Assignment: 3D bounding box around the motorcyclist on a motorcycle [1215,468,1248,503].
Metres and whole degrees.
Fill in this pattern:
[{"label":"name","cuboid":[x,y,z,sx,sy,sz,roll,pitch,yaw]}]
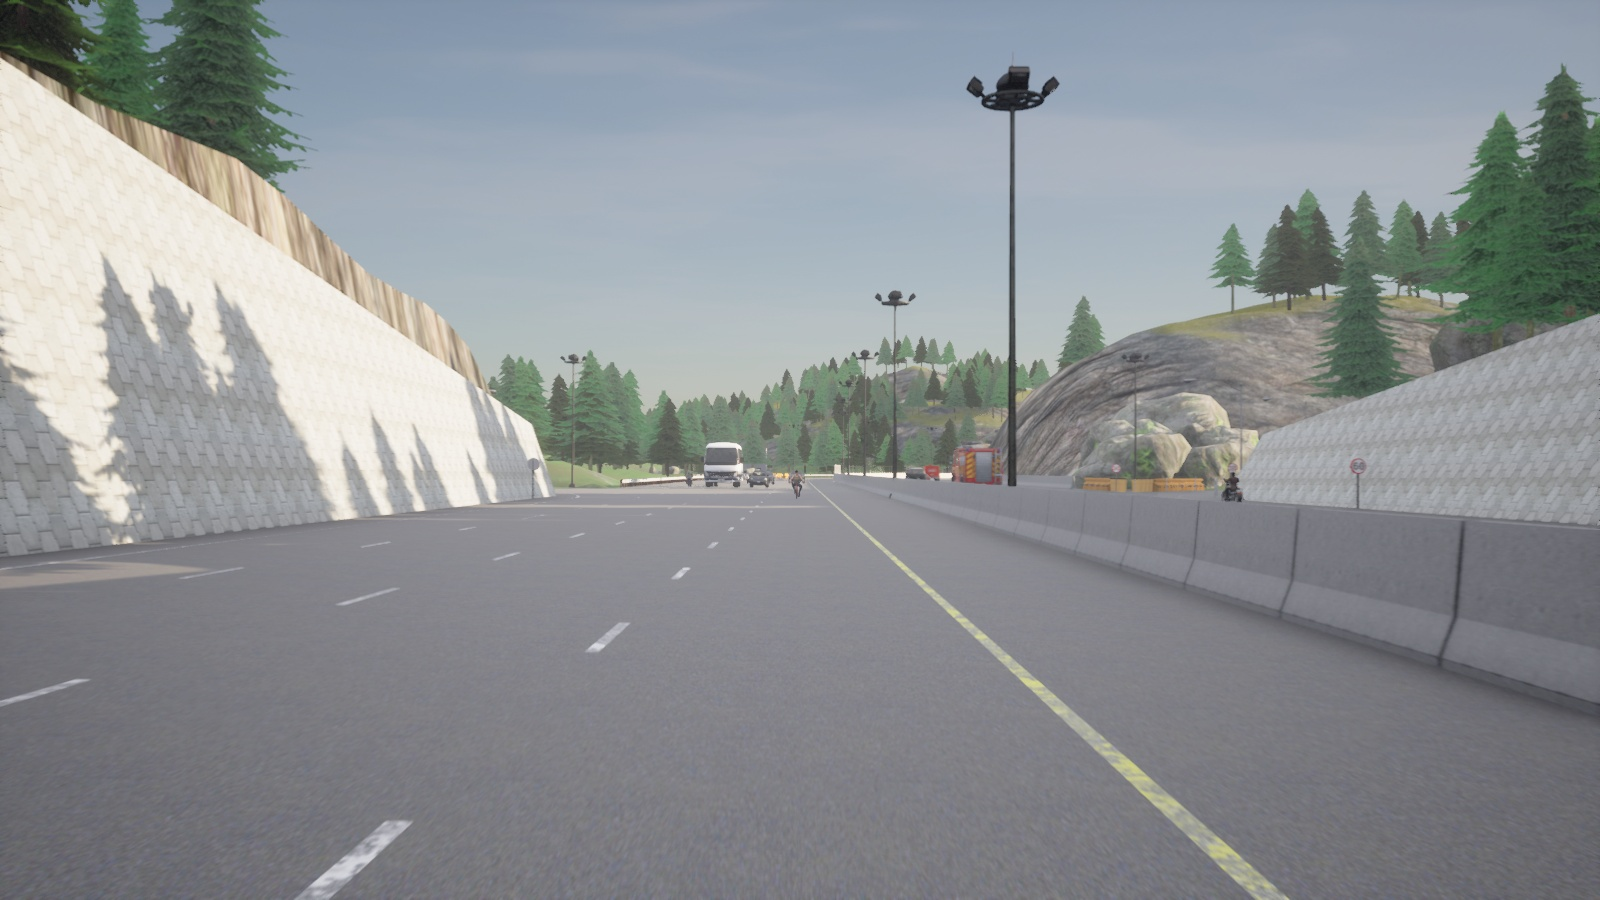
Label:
[{"label":"motorcyclist on a motorcycle","cuboid":[20.852,1.699,60.792,0.766,1.649,2.350,0,-1,0]}]
